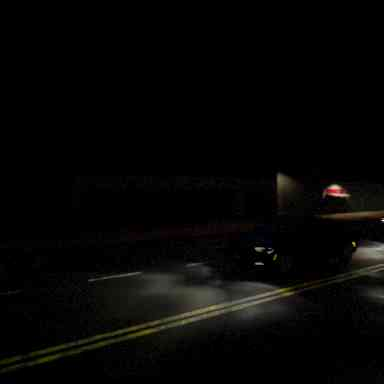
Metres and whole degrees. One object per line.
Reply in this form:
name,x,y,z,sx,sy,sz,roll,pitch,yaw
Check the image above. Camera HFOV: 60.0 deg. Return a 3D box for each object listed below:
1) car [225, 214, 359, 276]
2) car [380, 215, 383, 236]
car,3.279,1.484,10.561,5.008,1.535,1.882,0,0,-35
car,11.471,1.236,16.274,5.566,2.045,2.150,0,0,-35
